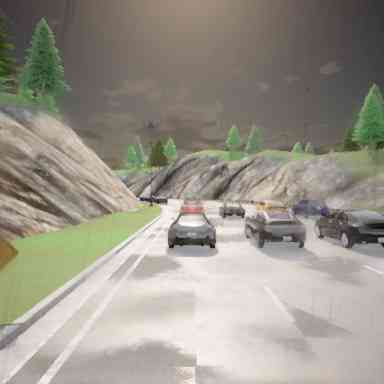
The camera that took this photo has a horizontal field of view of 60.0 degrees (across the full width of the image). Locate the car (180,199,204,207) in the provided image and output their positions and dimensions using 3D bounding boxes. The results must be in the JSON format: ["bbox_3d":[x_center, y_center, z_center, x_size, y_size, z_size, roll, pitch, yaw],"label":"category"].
[{"bbox_3d":[-0.015,1.366,29.483,2.097,1.767,4.553,0,0,-1],"label":"car"}]

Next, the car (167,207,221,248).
[{"bbox_3d":[0.000,1.573,14.650,1.994,1.385,4.181,0,0,0],"label":"car"}]

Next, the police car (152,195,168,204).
[{"bbox_3d":[-5.802,1.425,61.609,1.930,1.638,5.238,0,0,-16],"label":"police car"}]

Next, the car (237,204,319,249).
[{"bbox_3d":[3.500,1.495,14.650,2.128,1.511,4.902,0,0,0],"label":"car"}]

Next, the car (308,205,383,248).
[{"bbox_3d":[7.000,1.517,14.650,1.837,1.490,4.892,0,0,0],"label":"car"}]

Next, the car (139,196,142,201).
[{"bbox_3d":[-10.661,1.478,75.496,1.882,1.535,5.008,0,0,-23],"label":"car"}]

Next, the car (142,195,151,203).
[{"bbox_3d":[-8.632,1.510,70.318,1.837,1.490,4.892,0,0,-20],"label":"car"}]

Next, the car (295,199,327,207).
[{"bbox_3d":[10.484,1.366,29.647,2.097,1.767,4.553,0,0,-1],"label":"car"}]

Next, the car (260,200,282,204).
[{"bbox_3d":[6.984,1.485,29.623,1.882,1.535,5.008,0,0,-1],"label":"car"}]

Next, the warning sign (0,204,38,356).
[{"bbox_3d":[-3.050,1.114,4.649,1.300,1.860,1.060,0,0,0],"label":"warning sign"}]

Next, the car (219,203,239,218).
[{"bbox_3d":[3.484,1.617,29.598,1.895,1.301,4.718,0,0,-1],"label":"car"}]
